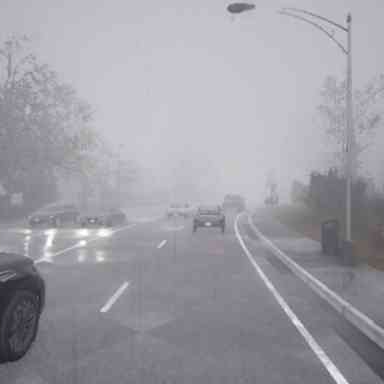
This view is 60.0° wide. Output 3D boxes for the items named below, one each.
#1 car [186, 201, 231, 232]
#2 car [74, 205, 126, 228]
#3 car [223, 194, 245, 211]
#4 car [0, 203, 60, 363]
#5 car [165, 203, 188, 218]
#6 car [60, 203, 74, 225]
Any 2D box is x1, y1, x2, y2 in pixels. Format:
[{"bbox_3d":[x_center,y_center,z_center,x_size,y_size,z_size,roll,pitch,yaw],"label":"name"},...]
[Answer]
[{"bbox_3d":[1.141,1.525,20.385,2.128,1.511,4.902,0,0,6],"label":"car"},{"bbox_3d":[-5.869,1.588,22.311,1.994,1.385,4.181,0,0,6],"label":"car"},{"bbox_3d":[5.286,1.297,41.526,2.150,2.045,5.566,0,0,16],"label":"car"},{"bbox_3d":[-3.347,1.222,2.758,2.150,2.045,5.566,0,0,1],"label":"car"},{"bbox_3d":[-0.960,1.645,30.451,1.895,1.301,4.718,0,0,10],"label":"car"},{"bbox_3d":[-9.317,1.526,22.996,1.837,1.490,4.892,0,-1,6],"label":"car"}]
